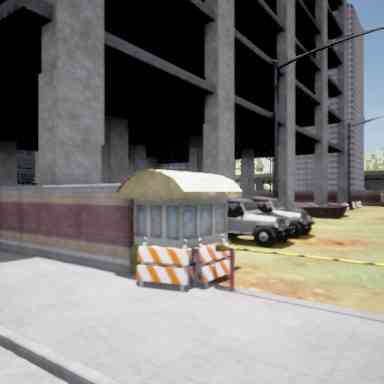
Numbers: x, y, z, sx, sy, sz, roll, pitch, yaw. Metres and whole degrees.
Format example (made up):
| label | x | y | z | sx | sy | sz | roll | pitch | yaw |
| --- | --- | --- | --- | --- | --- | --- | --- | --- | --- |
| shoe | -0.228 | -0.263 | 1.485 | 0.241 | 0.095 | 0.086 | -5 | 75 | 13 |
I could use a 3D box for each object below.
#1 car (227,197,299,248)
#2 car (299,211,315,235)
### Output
| label | x | y | z | sx | sy | sz | roll | pitch | yaw |
| --- | --- | --- | --- | --- | --- | --- | --- | --- | --- |
| car | 2.185 | 1.181 | 14.081 | 3.866 | 1.878 | 1.905 | 0 | 0 | 36 |
| car | 3.908 | 1.182 | 16.465 | 3.866 | 1.878 | 1.905 | 0 | 0 | 36 |
